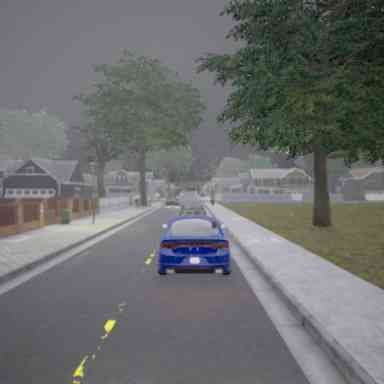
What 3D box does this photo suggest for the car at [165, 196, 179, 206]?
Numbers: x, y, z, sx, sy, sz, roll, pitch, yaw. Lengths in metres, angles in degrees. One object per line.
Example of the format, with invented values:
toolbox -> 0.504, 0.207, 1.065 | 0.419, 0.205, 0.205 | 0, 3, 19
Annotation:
car -> -2.808, 1.341, 48.482 | 1.994, 1.385, 4.181 | 0, 0, 0

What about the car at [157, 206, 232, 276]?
car -> 0.065, 1.431, 10.235 | 1.882, 1.535, 5.008 | 0, 0, 0

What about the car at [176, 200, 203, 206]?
car -> 0.069, 1.486, 25.151 | 1.895, 1.301, 4.718 | 0, 0, 0
